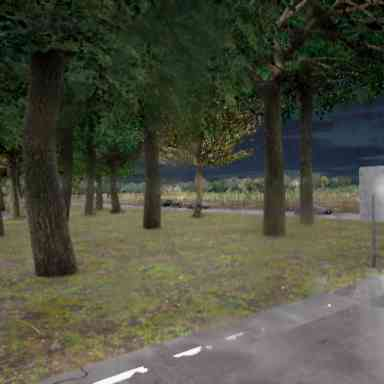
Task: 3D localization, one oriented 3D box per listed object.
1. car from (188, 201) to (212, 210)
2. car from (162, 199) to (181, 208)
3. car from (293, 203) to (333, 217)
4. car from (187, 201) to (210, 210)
[{"bbox_3d":[1.358,2.313,58.689,1.994,1.385,4.181,-1,0,-34],"label":"car"},{"bbox_3d":[-4.166,2.265,66.427,2.097,1.767,4.553,-1,0,-35],"label":"car"},{"bbox_3d":[13.276,1.930,36.735,1.994,1.385,4.181,-1,0,-35],"label":"car"},{"bbox_3d":[0.921,2.312,54.326,1.994,1.385,4.181,-1,0,-35],"label":"car"}]
